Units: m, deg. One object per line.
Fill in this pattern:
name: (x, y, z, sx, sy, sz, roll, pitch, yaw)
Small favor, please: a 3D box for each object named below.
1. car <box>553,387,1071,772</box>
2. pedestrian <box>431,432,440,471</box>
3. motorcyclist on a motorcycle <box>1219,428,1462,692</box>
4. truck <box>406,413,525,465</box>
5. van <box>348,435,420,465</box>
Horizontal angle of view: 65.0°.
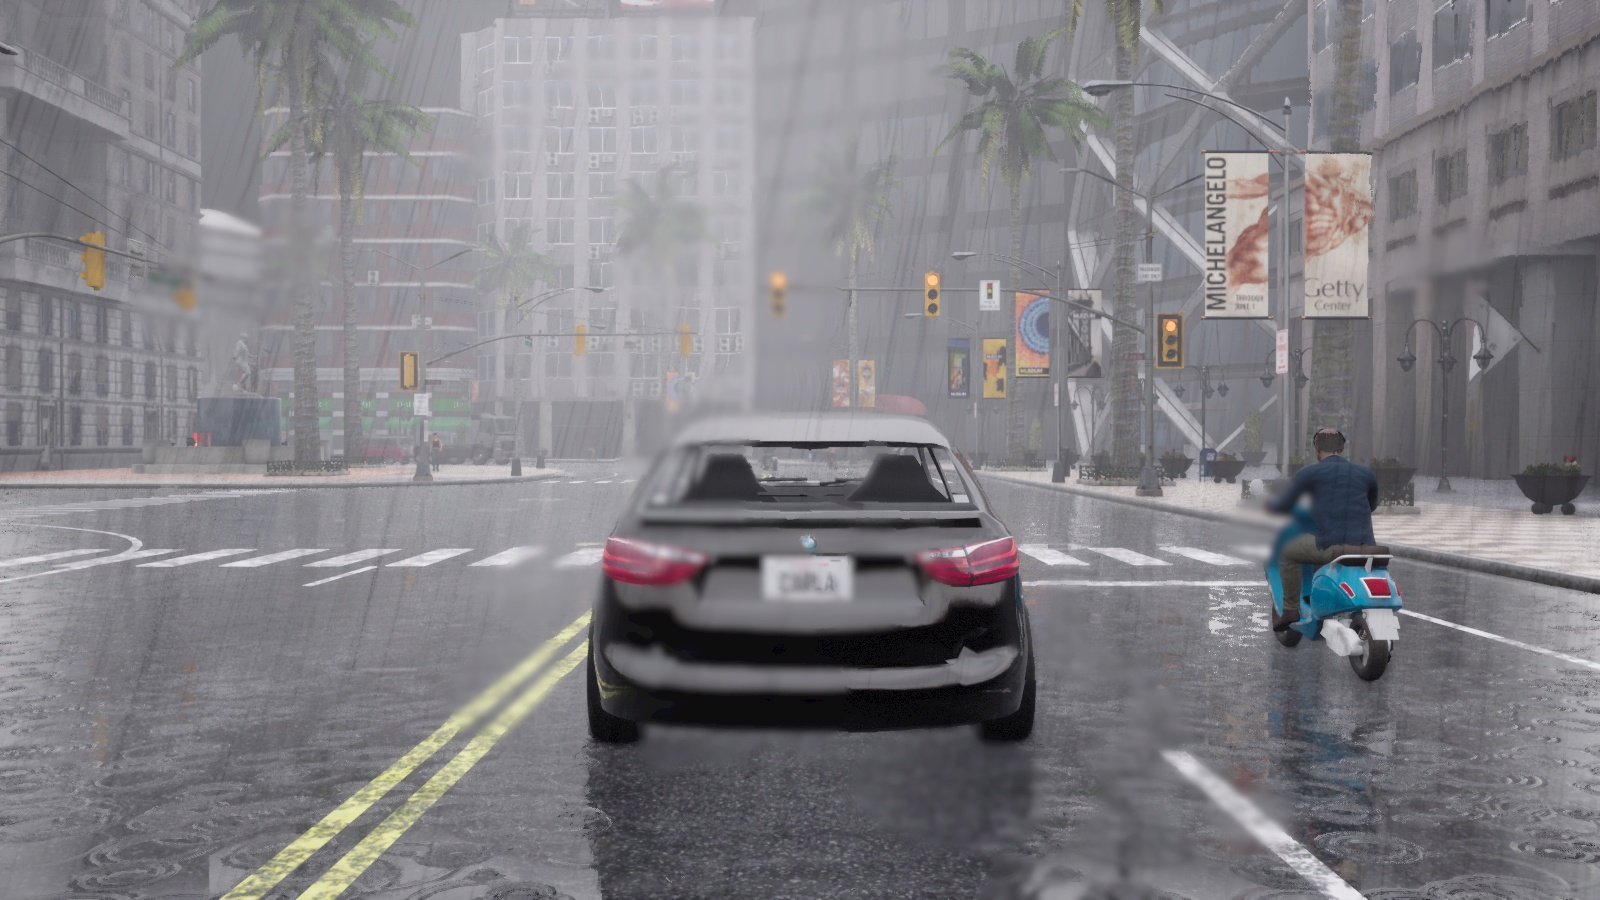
car: (0.062, 0.547, 7.745, 2.242, 1.667, 4.611, 0, 0, 0)
pedestrian: (-17.139, 0.056, 59.056, 0.345, 1.836, 0.594, 0, 0, -11)
motorcyclist on a motorcycle: (3.552, 0.655, 8.461, 0.866, 1.590, 1.817, 0, 0, 1)
truck: (-23.083, -0.743, 86.641, 7.936, 3.462, 2.891, 0, 0, 25)
van: (-28.193, -0.004, 85.090, 4.442, 1.987, 1.775, 0, 0, 20)
